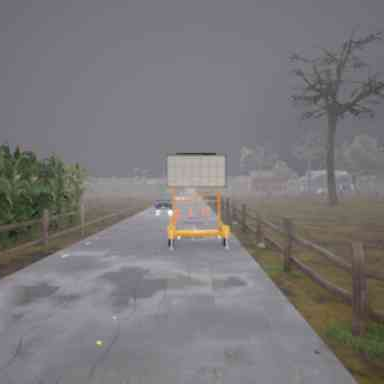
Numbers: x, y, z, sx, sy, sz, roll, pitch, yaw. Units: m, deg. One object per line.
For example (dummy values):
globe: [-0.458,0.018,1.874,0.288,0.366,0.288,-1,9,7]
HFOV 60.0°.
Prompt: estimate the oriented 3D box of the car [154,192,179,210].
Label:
car: [-2.726,1.007,34.302,2.033,1.411,5.357,0,1,0]

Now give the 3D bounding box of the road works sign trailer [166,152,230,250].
road works sign trailer: [0.159,0.239,13.257,2.380,3.560,2.880,0,1,-5]

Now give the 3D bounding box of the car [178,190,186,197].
car: [-2.483,0.376,76.095,2.128,1.511,4.902,0,1,0]
